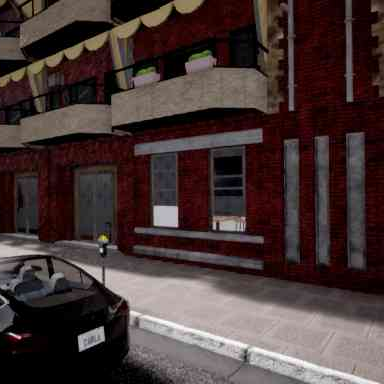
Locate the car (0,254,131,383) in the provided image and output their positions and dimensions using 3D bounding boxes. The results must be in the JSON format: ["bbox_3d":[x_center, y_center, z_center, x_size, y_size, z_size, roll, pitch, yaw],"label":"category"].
[{"bbox_3d":[-2.739,1.567,4.681,4.313,1.339,1.947,0,-1,35],"label":"car"}]
